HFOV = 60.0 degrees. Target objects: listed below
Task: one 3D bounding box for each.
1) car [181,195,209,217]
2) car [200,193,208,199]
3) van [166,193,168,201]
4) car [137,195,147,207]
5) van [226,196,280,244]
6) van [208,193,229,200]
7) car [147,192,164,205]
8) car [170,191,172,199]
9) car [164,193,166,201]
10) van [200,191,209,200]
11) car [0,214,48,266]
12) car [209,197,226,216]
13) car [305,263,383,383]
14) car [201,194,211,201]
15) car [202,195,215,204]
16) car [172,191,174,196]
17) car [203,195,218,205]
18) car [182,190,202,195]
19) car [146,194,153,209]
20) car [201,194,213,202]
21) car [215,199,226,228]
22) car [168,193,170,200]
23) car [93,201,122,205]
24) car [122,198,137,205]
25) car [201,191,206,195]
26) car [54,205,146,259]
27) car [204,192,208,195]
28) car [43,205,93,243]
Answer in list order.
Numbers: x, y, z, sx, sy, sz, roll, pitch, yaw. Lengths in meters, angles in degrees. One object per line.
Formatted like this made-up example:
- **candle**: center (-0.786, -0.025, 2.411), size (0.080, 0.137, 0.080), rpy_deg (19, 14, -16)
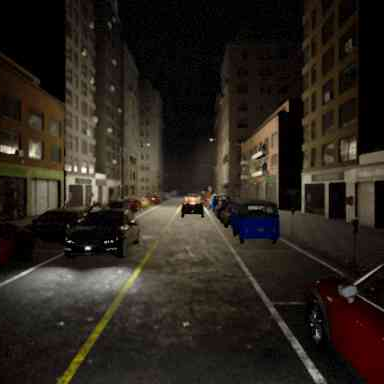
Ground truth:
- **car**: center (0.068, 1.276, 28.095), size (2.128, 1.511, 4.902), rpy_deg (0, 1, 1)
- **car**: center (2.705, 0.904, 77.347), size (1.752, 1.417, 4.829), rpy_deg (0, 1, 0)
- **van**: center (-5.829, 0.871, 60.156), size (1.690, 1.788, 3.998), rpy_deg (0, 0, 0)
- **car**: center (-5.843, 1.300, 31.817), size (1.887, 1.381, 4.507), rpy_deg (0, 0, 0)
- **van**: center (2.674, 1.228, 14.814), size (1.690, 1.788, 3.998), rpy_deg (0, 0, 0)
- **van**: center (2.683, 1.096, 31.821), size (1.690, 1.788, 3.998), rpy_deg (0, 0, 0)
- **car**: center (-5.835, 0.935, 48.821), size (2.192, 1.841, 5.009), rpy_deg (0, 0, 0)
- **car**: center (-5.824, 0.959, 71.326), size (1.752, 1.417, 4.829), rpy_deg (0, 0, 0)
- **car**: center (-5.832, 1.126, 54.490), size (2.008, 1.369, 4.403), rpy_deg (0, 0, 0)
- **van**: center (2.702, 0.773, 71.506), size (1.690, 1.788, 3.998), rpy_deg (0, 1, 0)
- **car**: center (-5.854, 1.512, 9.146), size (1.802, 1.307, 4.206), rpy_deg (0, 0, 0)
- **car**: center (2.680, 1.350, 26.154), size (2.008, 1.369, 4.403), rpy_deg (0, 0, 0)
- **car**: center (2.669, 1.413, 3.476), size (1.967, 1.590, 4.097), rpy_deg (0, 0, 0)
- **car**: center (2.700, 1.064, 65.838), size (1.802, 1.307, 4.206), rpy_deg (0, 1, 0)
- **car**: center (2.694, 1.141, 54.499), size (1.947, 1.339, 4.313), rpy_deg (0, 0, 0)
- **car**: center (-5.820, 0.932, 77.163), size (2.008, 1.369, 4.403), rpy_deg (0, 1, 0)
- **car**: center (2.691, 1.186, 48.831), size (1.947, 1.339, 4.313), rpy_deg (0, 0, 0)
- **car**: center (0.101, 1.011, 43.780), size (2.097, 1.767, 4.553), rpy_deg (0, 0, 0)
- **car**: center (-5.840, 1.237, 37.316), size (1.752, 1.417, 4.829), rpy_deg (0, 0, 0)
- **car**: center (2.697, 1.080, 60.168), size (2.008, 1.369, 4.403), rpy_deg (0, 0, 0)
- **car**: center (2.678, 1.368, 20.654), size (1.752, 1.417, 4.829), rpy_deg (0, 0, 0)
- **car**: center (-5.826, 1.009, 65.657), size (1.752, 1.417, 4.829), rpy_deg (0, 0, 0)
- **car**: center (-5.848, 1.370, 20.312), size (1.752, 1.417, 4.829), rpy_deg (0, 0, 0)
- **car**: center (-5.845, 1.366, 26.150), size (1.947, 1.339, 4.313), rpy_deg (0, 0, 0)
- **car**: center (2.688, 0.980, 43.159), size (2.192, 1.841, 5.009), rpy_deg (0, 0, 0)
- **car**: center (-3.083, 1.413, 12.273), size (1.837, 1.490, 4.892), rpy_deg (0, 0, 0)
- **car**: center (2.686, 1.150, 37.491), size (1.967, 1.590, 4.097), rpy_deg (0, 0, 0)
- **car**: center (-5.851, 1.453, 14.814), size (1.947, 1.339, 4.313), rpy_deg (0, 0, 0)
